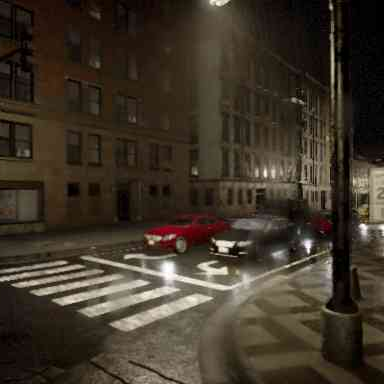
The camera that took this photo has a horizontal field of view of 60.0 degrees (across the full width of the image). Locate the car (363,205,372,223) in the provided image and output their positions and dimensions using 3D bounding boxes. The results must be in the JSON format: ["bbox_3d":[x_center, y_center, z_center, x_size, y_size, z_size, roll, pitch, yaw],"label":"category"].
[{"bbox_3d":[16.576,1.792,29.587,2.097,1.767,4.553,0,-1,40],"label":"car"}]

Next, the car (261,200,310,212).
[{"bbox_3d":[6.070,1.541,22.155,2.150,2.045,5.566,0,-1,40],"label":"car"}]

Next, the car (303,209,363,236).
[{"bbox_3d":[8.549,1.907,20.053,1.895,1.301,4.718,0,-1,40],"label":"car"}]

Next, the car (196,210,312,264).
[{"bbox_3d":[2.609,1.697,12.970,2.128,1.511,4.902,0,-1,40],"label":"car"}]

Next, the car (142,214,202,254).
[{"bbox_3d":[-0.100,1.741,14.822,1.812,1.442,4.674,0,-1,40],"label":"car"}]
